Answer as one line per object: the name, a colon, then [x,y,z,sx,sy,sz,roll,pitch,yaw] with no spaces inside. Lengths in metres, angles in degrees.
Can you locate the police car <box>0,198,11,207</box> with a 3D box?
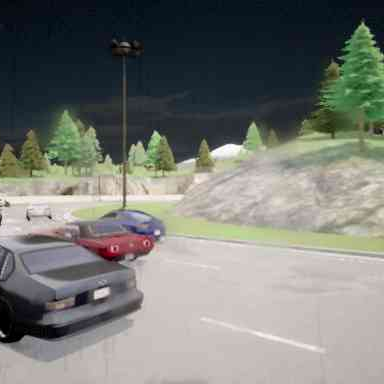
police car: [-27.293,1.482,46.430,2.038,1.542,4.974,0,0,1]

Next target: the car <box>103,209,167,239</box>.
car: [-3.180,1.520,15.269,4.674,1.442,1.812,0,0,40]

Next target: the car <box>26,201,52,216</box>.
car: [-12.983,1.513,28.218,1.812,1.442,4.674,0,0,-26]

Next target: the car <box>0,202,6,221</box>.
car: [-14.099,1.590,22.812,1.895,1.301,4.718,0,0,-32]

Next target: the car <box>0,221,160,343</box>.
car: [-3.346,1.544,6.444,5.357,1.411,2.033,0,0,37]

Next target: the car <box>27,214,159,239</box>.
car: [-3.552,1.596,11.021,4.718,1.301,1.895,0,0,38]
